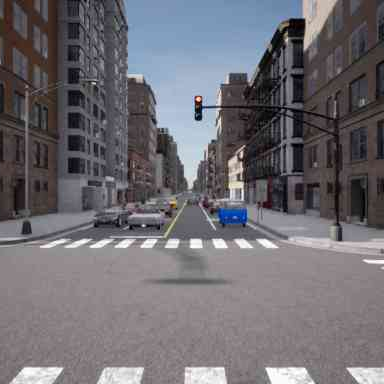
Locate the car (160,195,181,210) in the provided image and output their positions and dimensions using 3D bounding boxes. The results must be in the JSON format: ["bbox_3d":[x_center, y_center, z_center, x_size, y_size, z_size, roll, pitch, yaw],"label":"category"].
[{"bbox_3d":[-2.797,1.473,42.107,1.882,1.535,5.008,0,0,0],"label":"car"}]

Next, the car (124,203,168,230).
[{"bbox_3d":[-2.798,1.600,21.173,1.895,1.301,4.718,0,0,-1],"label":"car"}]

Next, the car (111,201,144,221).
[{"bbox_3d":[-5.360,1.543,28.148,1.887,1.381,4.507,0,0,0],"label":"car"}]

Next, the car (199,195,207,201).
[{"bbox_3d":[2.723,1.530,84.962,1.947,1.339,4.313,0,0,0],"label":"car"}]

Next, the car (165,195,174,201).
[{"bbox_3d":[-5.307,1.409,79.285,1.967,1.590,4.097,0,0,0],"label":"car"}]

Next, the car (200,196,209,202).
[{"bbox_3d":[2.712,1.524,73.599,2.008,1.369,4.403,0,0,0],"label":"car"}]

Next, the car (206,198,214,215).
[{"bbox_3d":[2.671,1.580,33.830,1.802,1.307,4.206,0,0,0],"label":"car"}]

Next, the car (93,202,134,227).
[{"bbox_3d":[-5.365,1.549,22.467,2.008,1.369,4.403,0,0,0],"label":"car"}]

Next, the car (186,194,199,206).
[{"bbox_3d":[0.160,1.478,55.365,2.128,1.511,4.902,0,0,0],"label":"car"}]

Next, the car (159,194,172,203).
[{"bbox_3d":[-5.319,1.292,67.921,2.192,1.841,5.009,0,0,0],"label":"car"}]

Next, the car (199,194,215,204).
[{"bbox_3d":[2.689,1.305,50.874,2.192,1.841,5.009,0,0,0],"label":"car"}]

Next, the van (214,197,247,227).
[{"bbox_3d":[2.660,1.340,22.467,1.690,1.788,3.998,0,0,0],"label":"van"}]

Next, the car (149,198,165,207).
[{"bbox_3d":[-5.336,1.556,50.877,1.947,1.339,4.313,0,0,0],"label":"car"}]

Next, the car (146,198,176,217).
[{"bbox_3d":[-2.816,1.562,31.146,1.994,1.385,4.181,0,0,0],"label":"car"}]

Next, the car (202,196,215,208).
[{"bbox_3d":[2.683,1.576,45.193,1.802,1.307,4.206,0,0,0],"label":"car"}]
